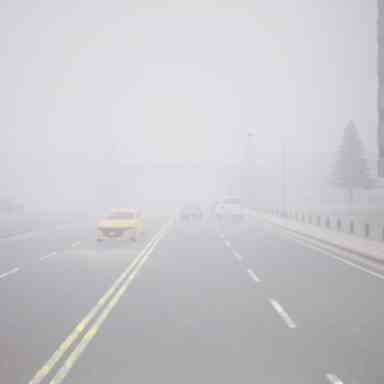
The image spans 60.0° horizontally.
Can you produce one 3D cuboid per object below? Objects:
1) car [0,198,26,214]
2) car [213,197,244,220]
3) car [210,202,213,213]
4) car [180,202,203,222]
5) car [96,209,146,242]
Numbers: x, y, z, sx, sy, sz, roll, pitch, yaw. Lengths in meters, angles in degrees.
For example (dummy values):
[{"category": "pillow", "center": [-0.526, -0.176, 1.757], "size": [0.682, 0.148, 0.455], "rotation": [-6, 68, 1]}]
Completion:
[{"category": "car", "center": [-21.228, 1.520, 38.399], "size": [1.932, 1.855, 4.605], "rotation": [0, -1, 0]}, {"category": "car", "center": [3.456, 1.514, 31.184], "size": [2.150, 2.045, 5.566], "rotation": [0, 0, 0]}, {"category": "car", "center": [3.398, 1.746, 42.325], "size": [2.097, 1.767, 4.553], "rotation": [0, -1, 0]}, {"category": "car", "center": [-0.038, 1.879, 29.640], "size": [1.895, 1.301, 4.718], "rotation": [0, -1, 0]}, {"category": "car", "center": [-3.611, 1.645, 17.640], "size": [1.882, 1.535, 5.008], "rotation": [0, -1, 0]}]
